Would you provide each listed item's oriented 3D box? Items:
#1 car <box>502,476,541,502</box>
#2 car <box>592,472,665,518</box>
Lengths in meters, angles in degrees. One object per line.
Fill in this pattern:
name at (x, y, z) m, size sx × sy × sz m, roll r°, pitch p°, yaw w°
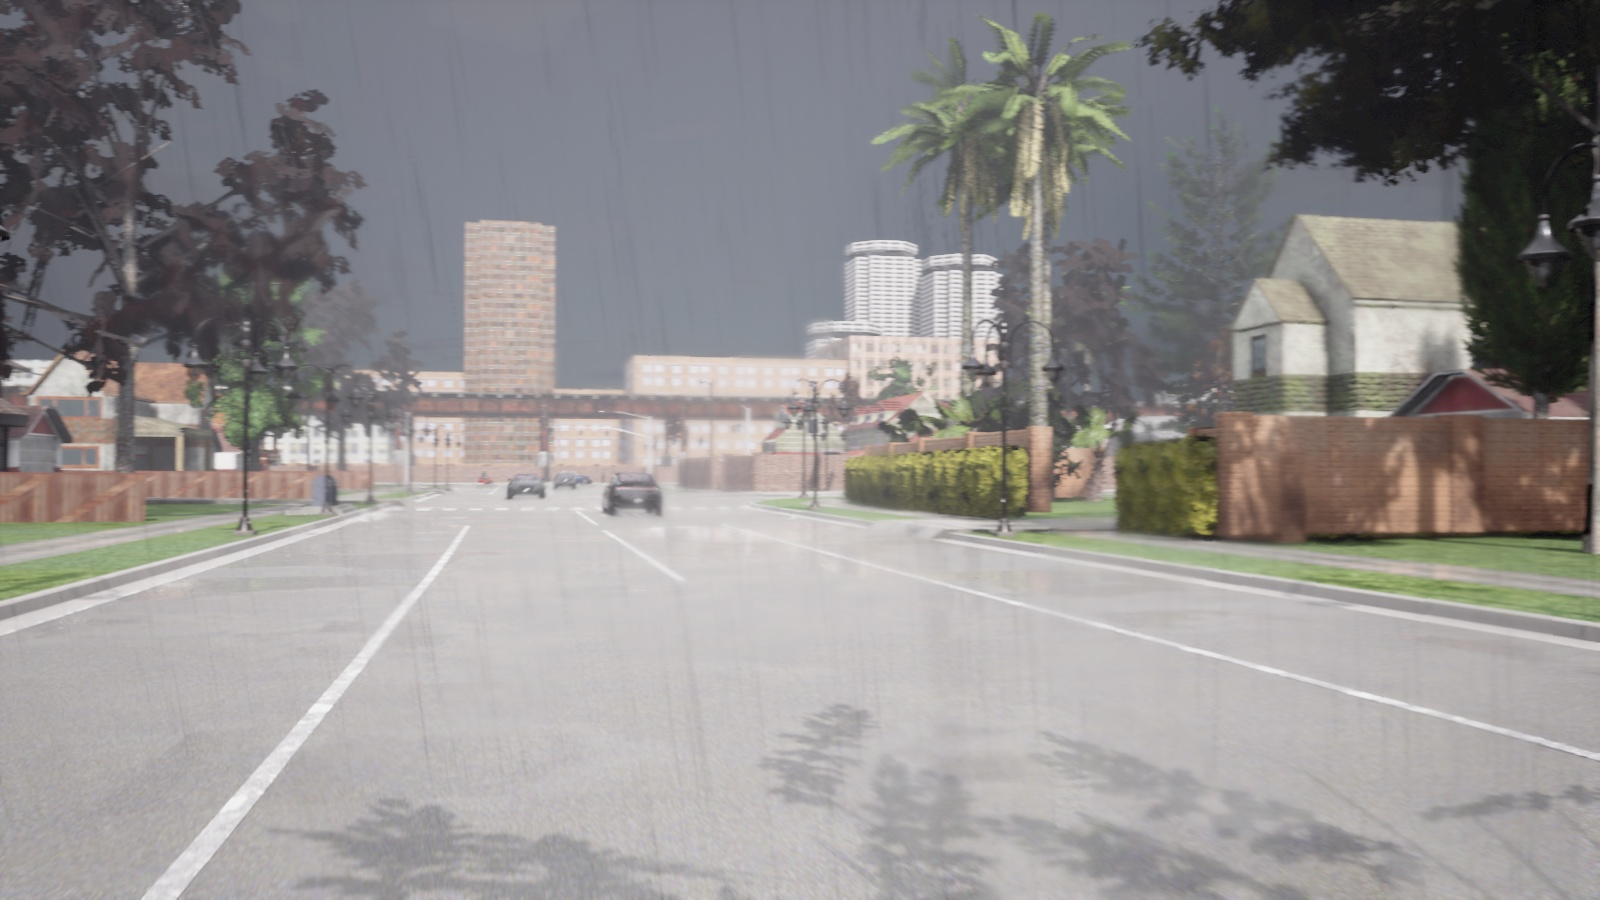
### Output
car at (-15.181, 2.097, 68.395) m, size 1.994 × 1.385 × 4.181 m, roll -1°, pitch -1°, yaw -13°
car at (-6.182, 1.563, 44.843) m, size 2.128 × 1.511 × 4.902 m, roll 0°, pitch -1°, yaw -13°
